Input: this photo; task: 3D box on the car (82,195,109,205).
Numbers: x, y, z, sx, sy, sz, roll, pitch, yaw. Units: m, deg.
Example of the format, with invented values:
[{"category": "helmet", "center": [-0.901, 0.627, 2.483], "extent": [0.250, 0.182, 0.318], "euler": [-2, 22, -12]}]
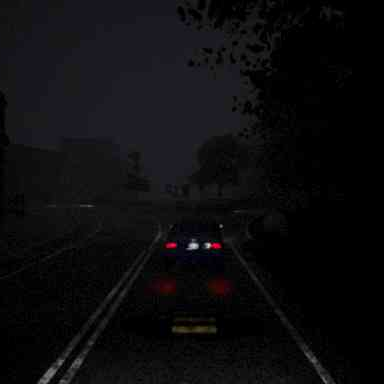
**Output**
[{"category": "car", "center": [-13.688, 1.099, 47.177], "extent": [1.994, 1.385, 4.181], "euler": [-1, 0, 21]}]

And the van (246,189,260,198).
[{"category": "van", "center": [18.073, 0.783, 92.212], "extent": [4.442, 1.987, 1.878], "euler": [0, 1, 1]}]

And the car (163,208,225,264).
[{"category": "car", "center": [0.122, 1.512, 11.627], "extent": [2.033, 1.411, 5.357], "euler": [0, 0, 2]}]

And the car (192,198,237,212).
[{"category": "car", "center": [2.072, 1.237, 31.249], "extent": [4.181, 1.385, 1.994], "euler": [-1, -1, -13]}]
